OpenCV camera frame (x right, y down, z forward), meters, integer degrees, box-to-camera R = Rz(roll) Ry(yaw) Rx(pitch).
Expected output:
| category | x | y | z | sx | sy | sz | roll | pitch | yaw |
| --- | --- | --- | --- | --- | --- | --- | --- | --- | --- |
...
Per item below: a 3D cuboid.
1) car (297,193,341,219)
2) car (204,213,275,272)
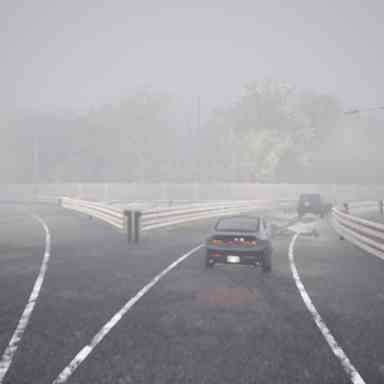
| category | x | y | z | sx | sy | sz | roll | pitch | yaw |
| --- | --- | --- | --- | --- | --- | --- | --- | --- | --- |
| car | 11.105 | 1.142 | 28.982 | 2.150 | 2.045 | 5.566 | 0 | 0 | 42 |
| car | 1.656 | 1.462 | 10.812 | 1.837 | 1.490 | 4.892 | 0 | 0 | 14 |
